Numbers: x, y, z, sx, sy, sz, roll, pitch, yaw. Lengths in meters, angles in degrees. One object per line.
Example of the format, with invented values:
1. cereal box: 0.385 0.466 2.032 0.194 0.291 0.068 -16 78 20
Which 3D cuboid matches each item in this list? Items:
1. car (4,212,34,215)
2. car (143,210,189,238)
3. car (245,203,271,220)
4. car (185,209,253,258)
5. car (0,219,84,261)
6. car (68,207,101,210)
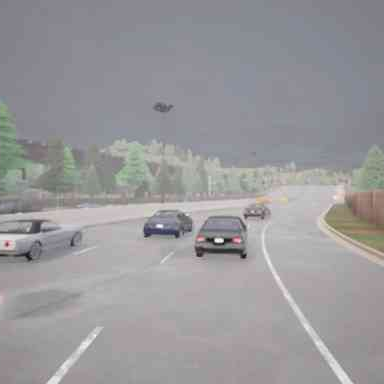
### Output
1. car: -16.328 1.650 30.458 2.033 1.411 5.357 0 0 16
2. car: -1.193 1.672 18.505 1.994 1.385 4.181 0 0 12
3. car: 6.146 1.771 31.105 2.033 1.411 5.357 0 0 21
4. car: 1.292 1.636 13.262 2.033 1.411 5.357 0 0 10
5. car: -5.876 1.647 12.456 1.895 1.301 4.718 0 0 8
6. car: -9.323 1.659 29.566 1.812 1.442 4.674 0 0 17
